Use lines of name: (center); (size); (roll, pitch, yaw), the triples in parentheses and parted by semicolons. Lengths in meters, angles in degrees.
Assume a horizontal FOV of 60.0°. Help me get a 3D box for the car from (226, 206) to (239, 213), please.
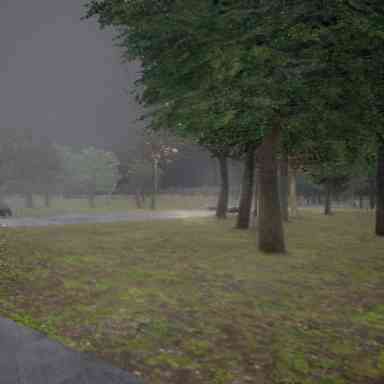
car: (7.941, 3.437, 65.728); (2.033, 1.411, 5.357); (1, -1, 30)

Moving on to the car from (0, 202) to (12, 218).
car: (-21.884, 1.865, 35.582); (2.097, 1.767, 4.553); (1, -1, 36)

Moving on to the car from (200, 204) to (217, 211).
car: (3.548, 3.344, 70.880); (1.812, 1.442, 4.674); (1, -1, 36)
